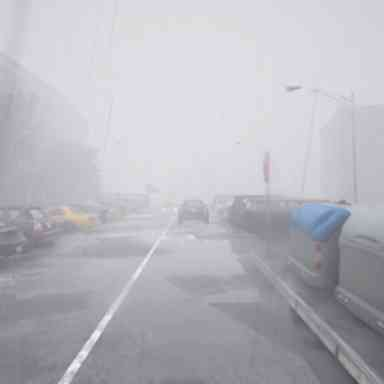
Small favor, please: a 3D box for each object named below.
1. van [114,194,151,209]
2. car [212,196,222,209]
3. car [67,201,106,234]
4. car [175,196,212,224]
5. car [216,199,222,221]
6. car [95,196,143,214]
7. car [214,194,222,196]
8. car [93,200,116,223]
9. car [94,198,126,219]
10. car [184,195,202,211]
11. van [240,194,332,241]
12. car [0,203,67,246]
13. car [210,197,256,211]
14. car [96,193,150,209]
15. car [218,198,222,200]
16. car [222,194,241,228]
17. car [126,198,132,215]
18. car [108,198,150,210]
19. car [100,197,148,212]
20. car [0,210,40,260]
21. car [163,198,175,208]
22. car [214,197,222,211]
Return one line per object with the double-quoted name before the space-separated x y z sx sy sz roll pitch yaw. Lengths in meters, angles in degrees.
"van" -7.767 1.223 43.550 4.442 1.987 1.878 0 -1 0
"car" 4.865 1.403 32.540 5.366 1.575 1.946 0 0 0
"car" -7.836 1.435 18.433 5.366 1.575 1.946 0 0 0
"car" 0.099 1.296 24.621 2.097 1.767 4.553 0 0 0
"car" 4.494 1.428 21.375 5.366 1.575 1.946 0 0 0
"car" -7.621 1.436 32.401 4.792 1.488 2.163 0 0 0
"car" 4.648 1.274 35.458 4.553 1.767 2.185 0 0 0
"car" -7.679 1.461 21.226 4.792 1.488 2.163 0 0 0
"car" -7.836 1.422 24.020 5.366 1.575 1.946 0 0 0
"car" 0.100 1.282 40.152 2.097 1.767 4.553 0 0 0
"van" 4.796 1.218 15.918 4.442 1.987 1.878 0 0 0
"car" -7.618 1.325 12.844 4.553 1.767 2.185 0 0 0
"car" 4.685 1.398 38.248 5.008 1.535 2.097 0 0 0
"car" -7.622 1.149 35.194 5.566 2.045 2.435 0 0 0
"car" 4.676 1.459 26.959 4.674 1.452 2.002 0 0 0
"car" 4.708 1.186 18.709 5.566 2.045 2.435 0 0 0
"car" -7.680 1.449 26.814 4.792 1.488 2.163 0 0 0
"car" -7.680 1.442 40.761 4.792 1.488 2.163 0 0 0
"car" -7.650 1.398 37.929 5.008 1.535 2.097 0 0 0
"car" -7.644 1.458 10.052 4.892 1.521 2.231 0 0 0
"car" -3.044 1.524 47.185 1.882 1.535 5.008 0 -2 1
"car" 4.651 1.442 29.748 4.792 1.488 2.163 0 0 0
